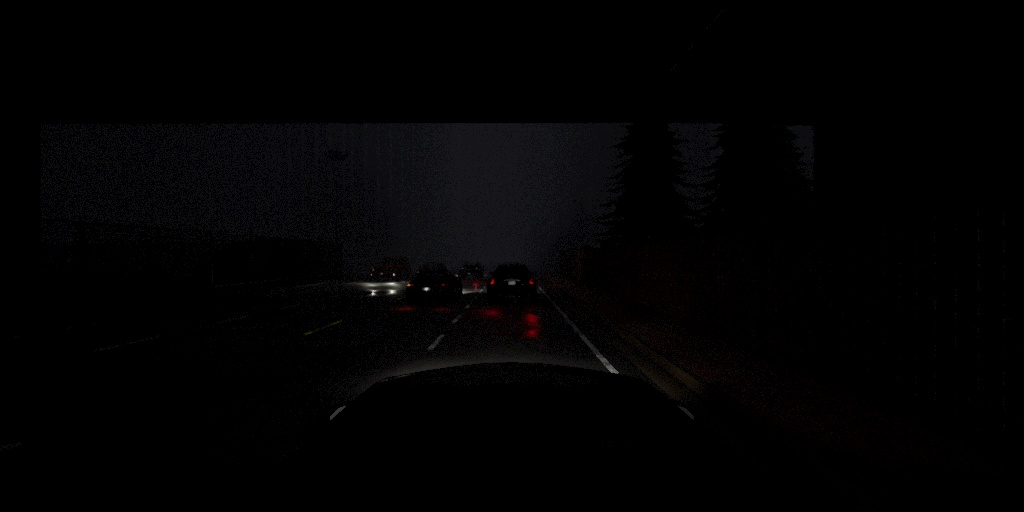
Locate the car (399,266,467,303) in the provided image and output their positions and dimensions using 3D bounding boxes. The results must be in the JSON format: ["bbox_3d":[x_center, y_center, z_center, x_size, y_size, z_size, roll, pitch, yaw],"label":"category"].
[{"bbox_3d":[-3.500,1.321,16.658,1.994,1.385,4.181,0,0,0],"label":"car"}]

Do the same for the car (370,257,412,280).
[{"bbox_3d":[-10.500,1.076,31.652,2.150,2.045,5.566,0,0,0],"label":"car"}]

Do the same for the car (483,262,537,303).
[{"bbox_3d":[0.000,1.115,16.628,2.097,1.767,4.553,0,0,0],"label":"car"}]

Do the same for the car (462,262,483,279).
[{"bbox_3d":[-3.500,1.244,31.658,2.128,1.511,4.902,0,0,0],"label":"car"}]

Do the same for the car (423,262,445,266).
[{"bbox_3d":[-7.000,1.261,31.682,1.882,1.535,5.008,0,0,0],"label":"car"}]
